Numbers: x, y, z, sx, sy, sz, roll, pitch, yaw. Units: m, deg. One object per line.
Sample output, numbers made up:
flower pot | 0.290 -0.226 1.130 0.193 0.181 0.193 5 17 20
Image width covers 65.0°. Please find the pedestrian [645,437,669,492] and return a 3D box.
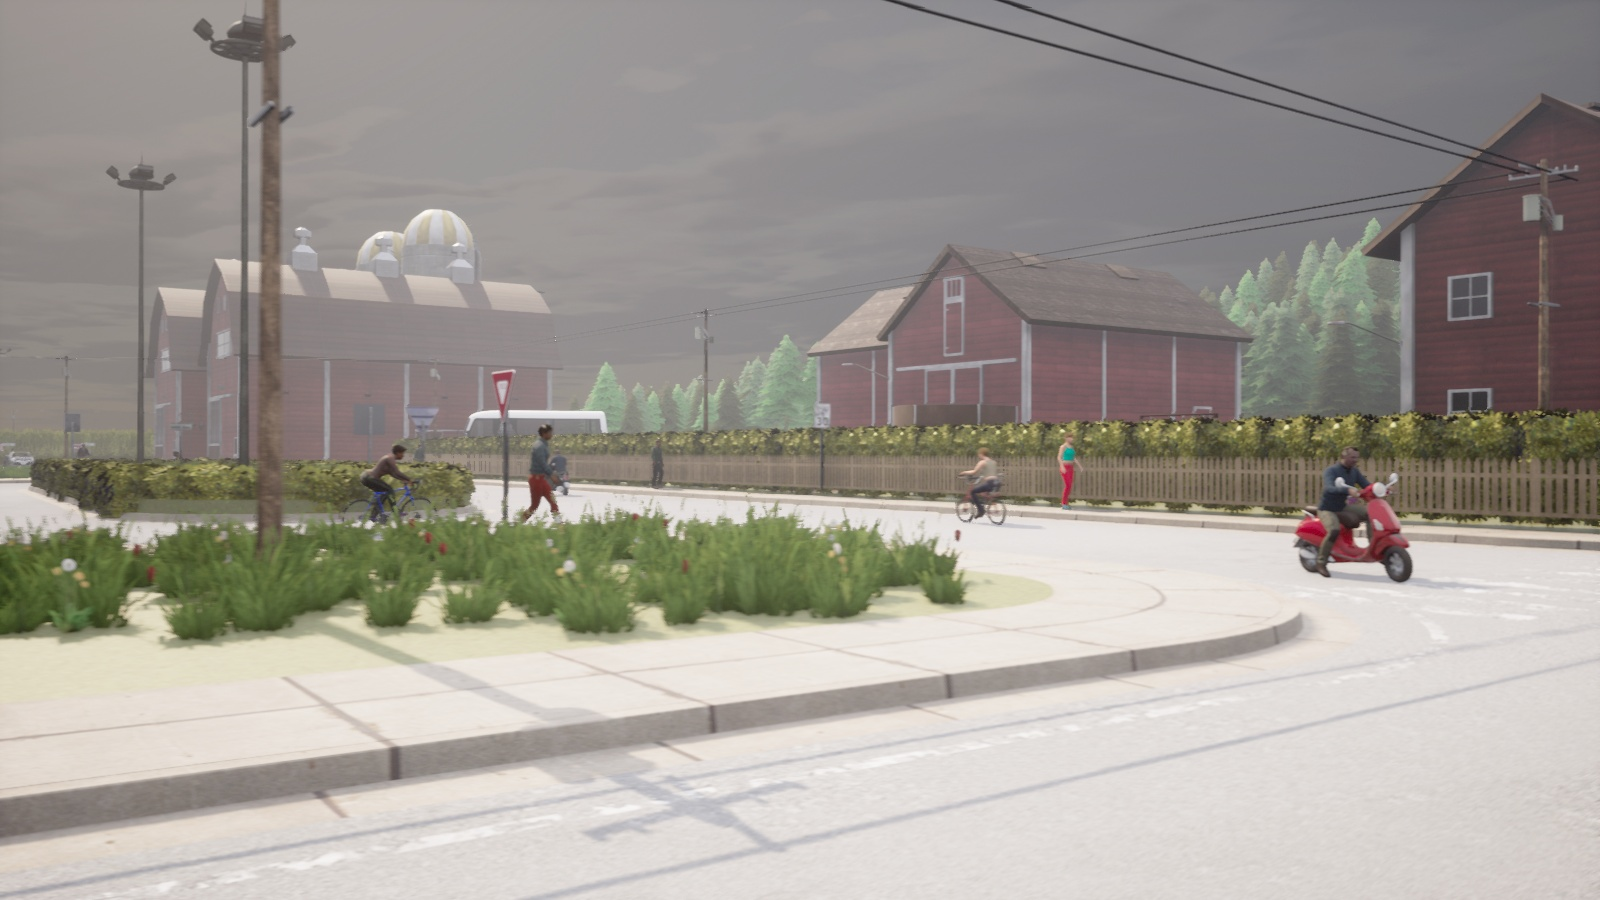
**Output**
pedestrian | -5.143 0.520 45.306 0.788 1.949 0.423 0 0 39

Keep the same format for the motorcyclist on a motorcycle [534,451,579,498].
motorcyclist on a motorcycle | -8.464 0.821 43.586 0.866 1.590 1.817 0 0 -35

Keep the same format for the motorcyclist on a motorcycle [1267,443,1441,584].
motorcyclist on a motorcycle | 6.636 0.720 15.151 0.866 1.590 1.817 0 0 -23

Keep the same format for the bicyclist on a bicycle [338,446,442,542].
bicyclist on a bicycle | -7.266 0.765 22.261 1.656 1.620 0.582 -2 0 -26

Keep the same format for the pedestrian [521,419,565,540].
pedestrian | -3.973 0.455 19.425 0.614 1.847 0.353 0 0 1

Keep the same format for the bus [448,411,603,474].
bus | -19.058 -0.518 87.145 10.273 4.253 3.944 0 0 -14

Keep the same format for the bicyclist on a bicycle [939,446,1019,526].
bicyclist on a bicycle | 3.735 0.736 26.271 0.866 1.612 1.509 0 0 -35

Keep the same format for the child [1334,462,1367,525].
child | 10.393 0.814 23.709 0.299 1.160 0.473 0 0 -34

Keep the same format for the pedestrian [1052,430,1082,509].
pedestrian | 6.295 0.457 29.598 0.345 1.836 0.594 0 0 -38
